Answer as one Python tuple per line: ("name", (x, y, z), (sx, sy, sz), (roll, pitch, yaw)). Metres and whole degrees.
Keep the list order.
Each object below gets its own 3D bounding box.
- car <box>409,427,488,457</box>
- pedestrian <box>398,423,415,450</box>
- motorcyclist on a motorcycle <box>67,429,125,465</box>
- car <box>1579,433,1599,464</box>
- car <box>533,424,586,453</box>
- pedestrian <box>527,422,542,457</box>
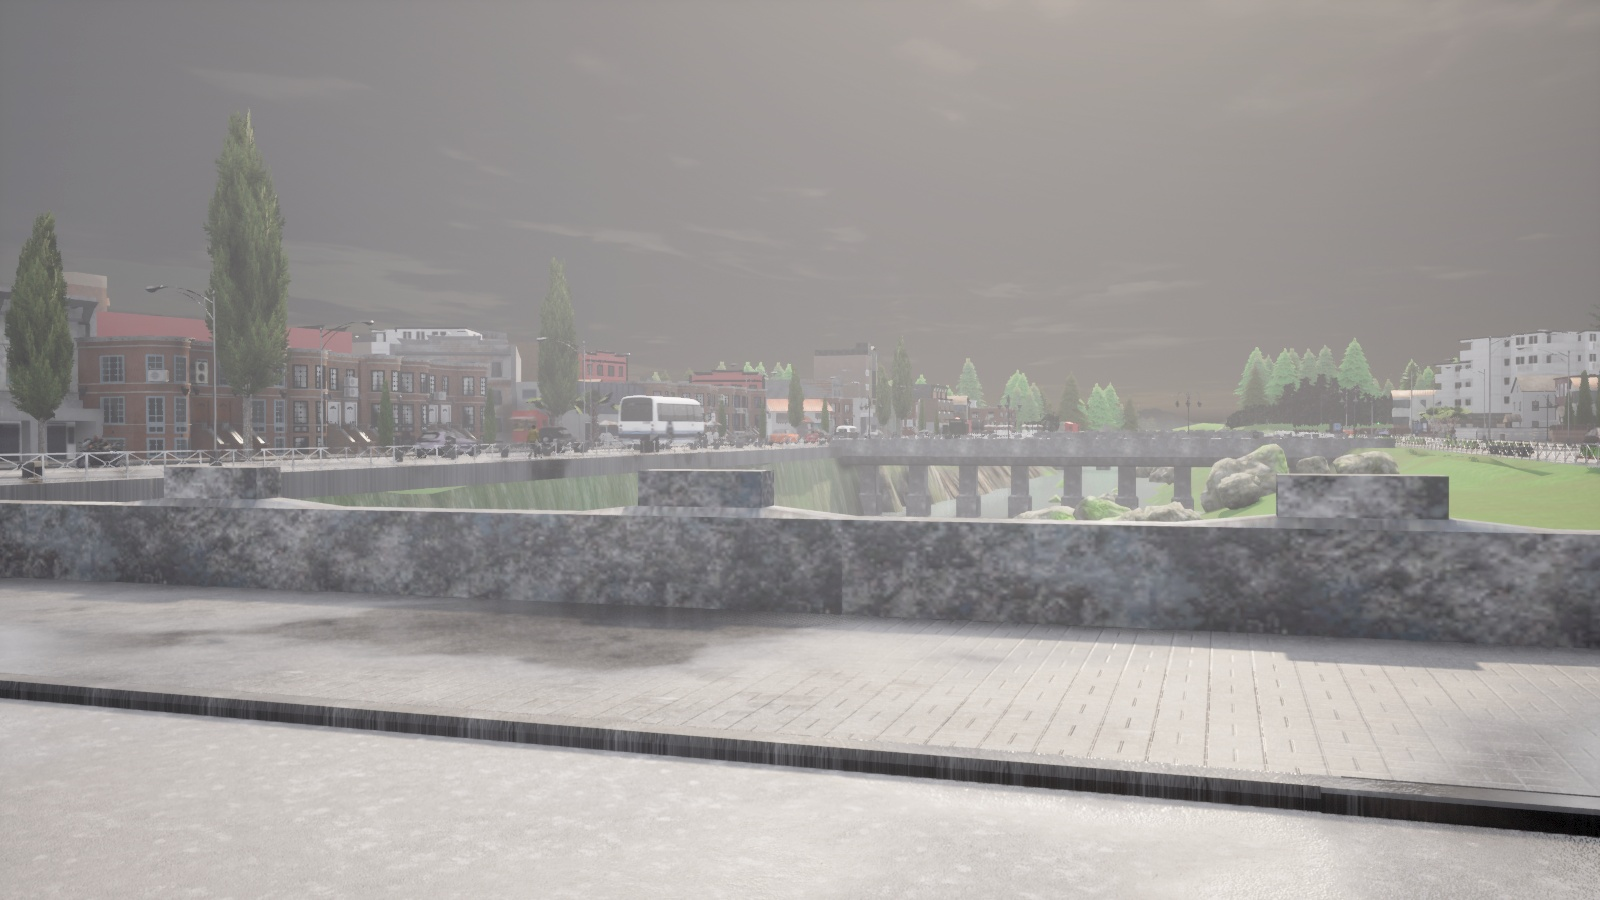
("car", (-20.458, -0.494, 73.282), (2.033, 1.649, 4.856), (1, 1, 19))
("pedestrian", (-26.519, -0.918, 84.595), (0.634, 1.844, 0.899), (1, 1, 28))
("motorcyclist on a motorcycle", (-30.816, -0.135, 55.010), (0.866, 1.530, 2.191), (1, 1, 19))
("car", (41.754, -0.076, 64.833), (1.789, 1.549, 3.705), (1, 1, 19))
("car", (-16.357, -0.808, 85.485), (1.905, 1.878, 3.866), (1, 1, 19))
("pedestrian", (-13.894, -0.567, 65.684), (0.431, 1.840, 0.709), (1, 1, 22))
